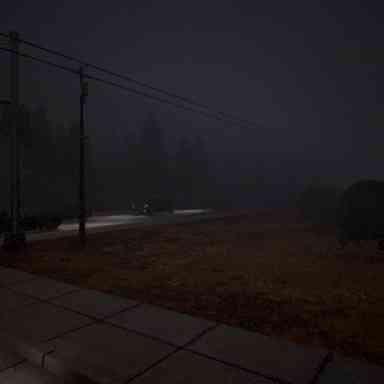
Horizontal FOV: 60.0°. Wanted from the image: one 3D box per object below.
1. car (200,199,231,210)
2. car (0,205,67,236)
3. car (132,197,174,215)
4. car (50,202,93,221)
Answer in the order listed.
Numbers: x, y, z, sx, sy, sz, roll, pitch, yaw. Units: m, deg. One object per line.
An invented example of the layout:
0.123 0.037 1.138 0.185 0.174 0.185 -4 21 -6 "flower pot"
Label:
3.022 1.494 42.121 1.895 1.301 4.718 0 0 37 "car"
-9.811 1.627 18.630 1.895 1.301 4.718 0 0 37 "car"
-3.803 1.306 32.943 2.097 1.767 4.553 0 0 37 "car"
-9.800 1.513 24.859 1.837 1.490 4.892 0 0 37 "car"
